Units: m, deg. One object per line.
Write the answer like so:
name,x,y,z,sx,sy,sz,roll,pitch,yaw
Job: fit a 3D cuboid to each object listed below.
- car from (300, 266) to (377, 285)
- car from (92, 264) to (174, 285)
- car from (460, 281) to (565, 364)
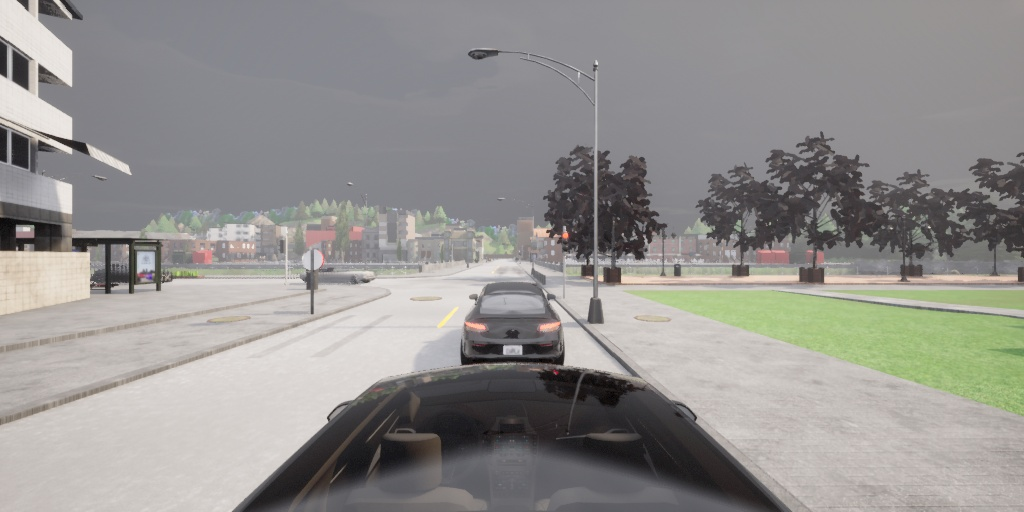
car,-12.128,1.351,25.274,4.718,1.301,1.895,0,0,3
car,-26.669,1.275,25.272,4.674,1.442,1.812,0,0,0
car,0.007,1.276,7.794,1.812,1.442,4.674,0,0,0
